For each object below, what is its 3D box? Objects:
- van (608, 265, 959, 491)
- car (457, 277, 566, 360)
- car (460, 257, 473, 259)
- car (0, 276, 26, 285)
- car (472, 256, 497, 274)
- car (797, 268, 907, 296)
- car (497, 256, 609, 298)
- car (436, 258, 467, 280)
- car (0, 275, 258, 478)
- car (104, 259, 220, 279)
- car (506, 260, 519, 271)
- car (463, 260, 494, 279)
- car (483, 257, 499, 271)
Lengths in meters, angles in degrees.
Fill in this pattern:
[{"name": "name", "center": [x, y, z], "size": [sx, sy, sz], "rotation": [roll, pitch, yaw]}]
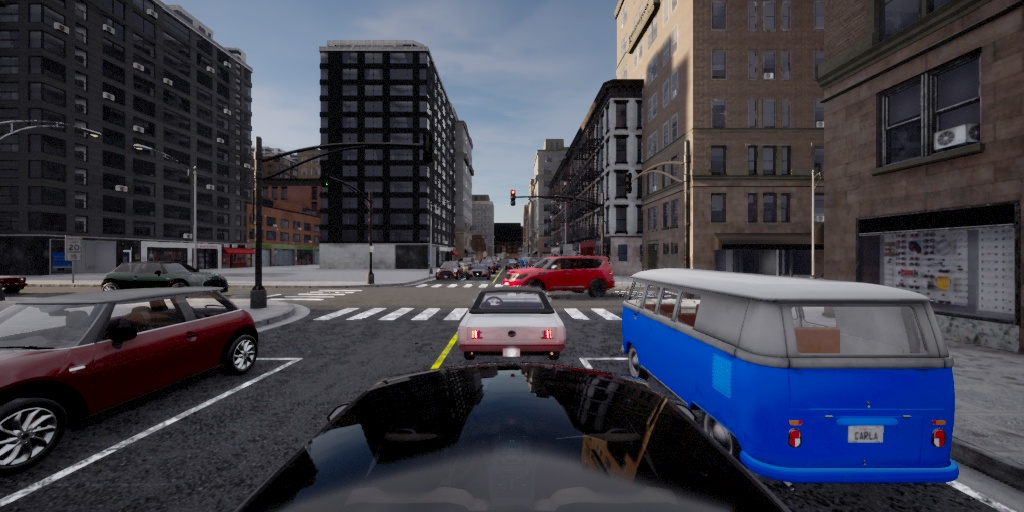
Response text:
[{"name": "van", "center": [2.637, 1.091, 4.523], "size": [1.690, 1.789, 3.998], "rotation": [0, 0, 0]}, {"name": "car", "center": [-0.006, 1.351, 8.309], "size": [1.895, 1.301, 4.718], "rotation": [0, 0, 0]}, {"name": "car", "center": [-5.432, 1.062, 42.213], "size": [2.192, 1.841, 5.009], "rotation": [0, 0, 0]}, {"name": "car", "center": [-25.960, 1.215, 16.716], "size": [4.718, 1.301, 1.895], "rotation": [0, 0, 0]}, {"name": "car", "center": [-2.876, 1.100, 40.189], "size": [2.097, 1.767, 4.553], "rotation": [0, 0, 0]}, {"name": "car", "center": [18.581, 1.418, 19.763], "size": [4.181, 1.385, 1.994], "rotation": [0, 0, 0]}, {"name": "car", "center": [2.374, 0.995, 17.792], "size": [5.566, 2.045, 2.150], "rotation": [1, -1, -18]}, {"name": "car", "center": [-5.420, 1.188, 31.394], "size": [1.967, 1.591, 4.097], "rotation": [0, 0, 0]}, {"name": "car", "center": [-5.389, 1.190, 4.514], "size": [1.967, 1.591, 4.097], "rotation": [0, 0, 0]}, {"name": "car", "center": [-16.005, 1.022, 16.731], "size": [4.553, 1.767, 2.097], "rotation": [0, 0, 0]}, {"name": "car", "center": [0.039, 1.272, 50.378], "size": [1.812, 1.442, 4.674], "rotation": [0, 0, 0]}, {"name": "car", "center": [-2.883, 1.313, 31.569], "size": [1.994, 1.385, 4.181], "rotation": [0, 0, -1]}, {"name": "car", "center": [-2.889, 1.098, 50.260], "size": [2.097, 1.767, 4.553], "rotation": [0, 0, 0]}]
